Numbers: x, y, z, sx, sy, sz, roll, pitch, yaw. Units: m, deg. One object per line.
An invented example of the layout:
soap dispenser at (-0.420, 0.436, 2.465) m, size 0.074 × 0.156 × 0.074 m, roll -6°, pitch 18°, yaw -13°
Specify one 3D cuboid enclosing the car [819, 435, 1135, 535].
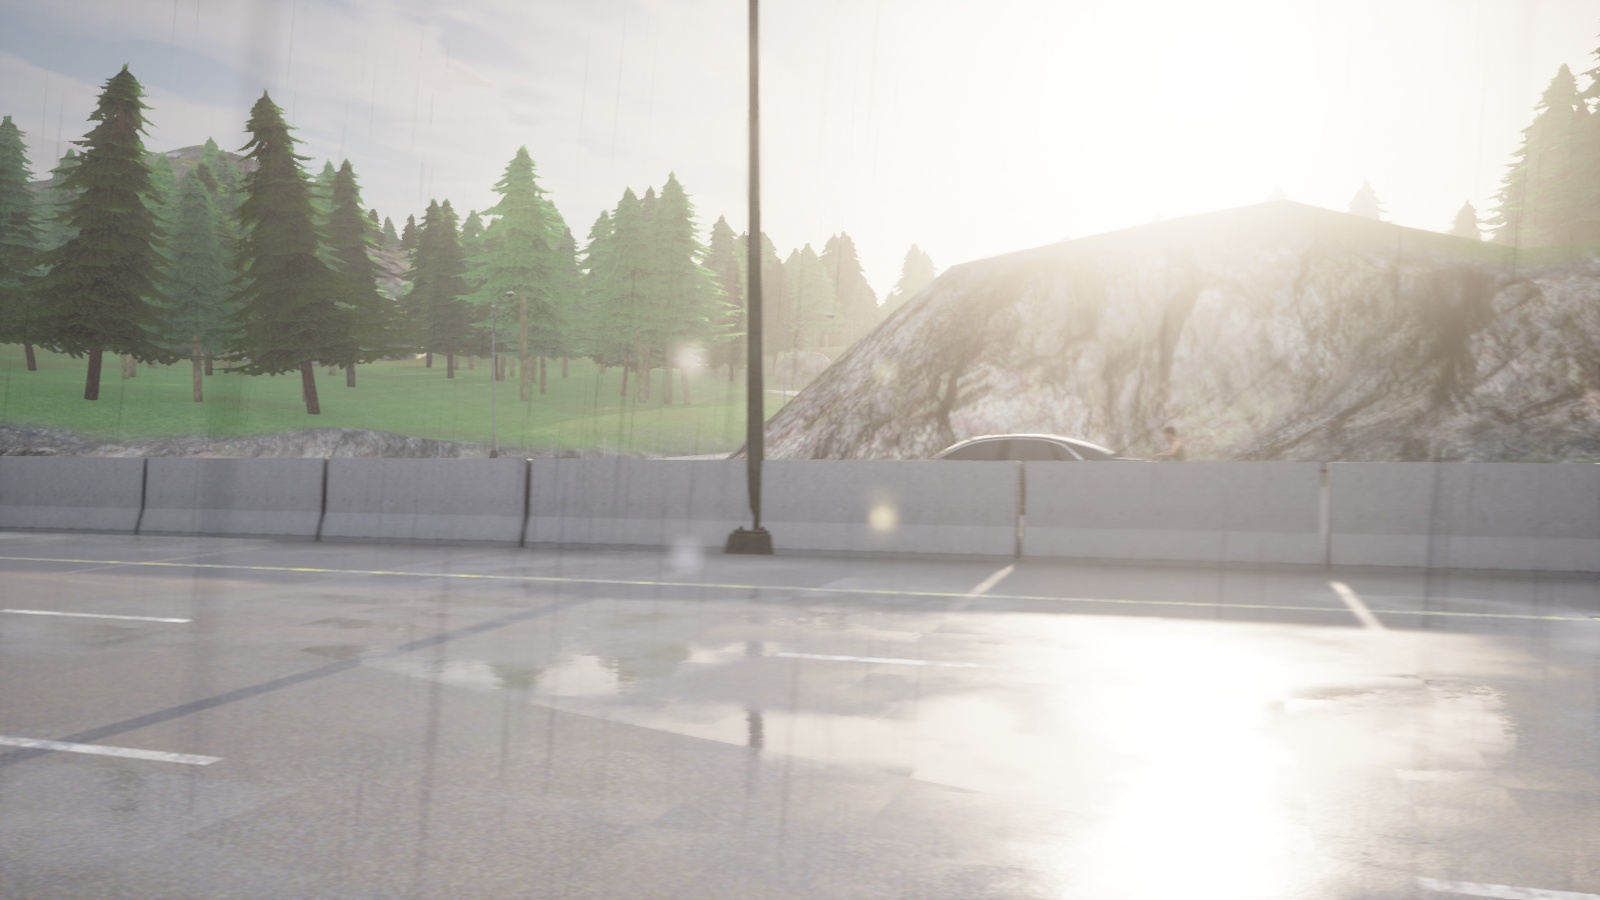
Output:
car at (2.927, 0.511, 20.671) m, size 4.892 × 1.490 × 1.837 m, roll 1°, pitch 1°, yaw 19°
